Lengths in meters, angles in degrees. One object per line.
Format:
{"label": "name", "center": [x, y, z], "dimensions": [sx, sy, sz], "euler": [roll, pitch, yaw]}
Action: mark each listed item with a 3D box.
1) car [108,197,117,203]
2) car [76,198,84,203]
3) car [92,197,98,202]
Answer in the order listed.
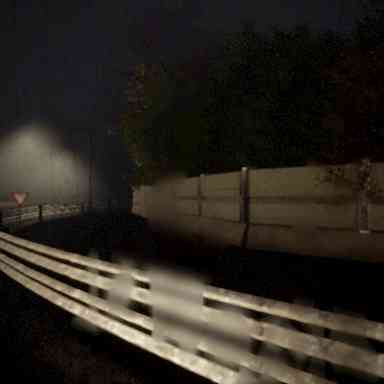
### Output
{"label": "car", "center": [-20.870, 2.113, 87.346], "dimensions": [1.837, 1.490, 4.892], "euler": [0, 0, -4]}
{"label": "car", "center": [-29.182, 2.246, 86.452], "dimensions": [1.895, 1.301, 4.718], "euler": [0, 0, -19]}
{"label": "car", "center": [-25.816, 2.164, 87.418], "dimensions": [1.812, 1.442, 4.674], "euler": [0, 0, -19]}
